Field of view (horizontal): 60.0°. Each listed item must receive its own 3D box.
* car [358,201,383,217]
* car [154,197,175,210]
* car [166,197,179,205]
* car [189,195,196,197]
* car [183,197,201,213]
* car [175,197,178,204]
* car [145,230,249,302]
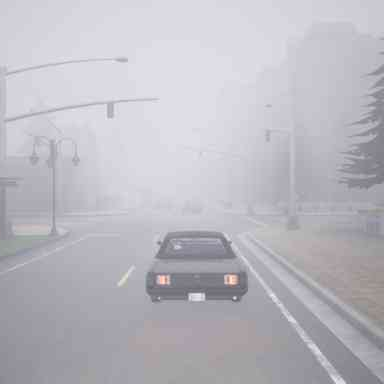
[{"bbox_3d":[16.861,1.491,28.513,5.008,1.535,1.882,0,0,-2],"label":"car"},{"bbox_3d":[-3.606,1.523,42.682,1.812,1.442,4.674,0,0,1],"label":"car"},{"bbox_3d":[-3.589,1.560,61.782,1.994,1.385,4.181,0,0,0],"label":"car"},{"bbox_3d":[0.079,1.347,69.173,2.097,1.767,4.553,0,0,0],"label":"car"},{"bbox_3d":[0.039,1.561,36.591,1.994,1.385,4.181,0,0,1],"label":"car"},{"bbox_3d":[-3.604,1.597,51.703,1.895,1.301,4.718,0,0,0],"label":"car"},{"bbox_3d":[0.067,1.600,8.197,1.895,1.301,4.718,0,0,-1],"label":"car"}]
